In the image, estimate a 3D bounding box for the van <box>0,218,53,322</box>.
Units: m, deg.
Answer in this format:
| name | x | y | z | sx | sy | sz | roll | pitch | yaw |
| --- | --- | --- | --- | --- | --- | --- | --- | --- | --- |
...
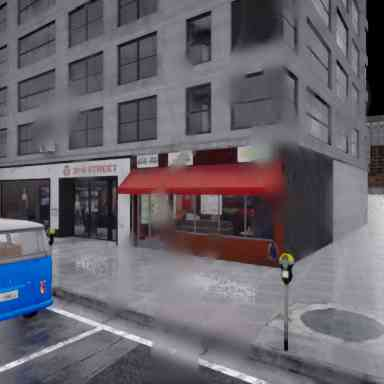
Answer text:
| name | x | y | z | sx | sy | sz | roll | pitch | yaw |
| --- | --- | --- | --- | --- | --- | --- | --- | --- | --- |
| van | -4.280 | 1.340 | 6.130 | 3.998 | 1.788 | 1.690 | 0 | 0 | 35 |
